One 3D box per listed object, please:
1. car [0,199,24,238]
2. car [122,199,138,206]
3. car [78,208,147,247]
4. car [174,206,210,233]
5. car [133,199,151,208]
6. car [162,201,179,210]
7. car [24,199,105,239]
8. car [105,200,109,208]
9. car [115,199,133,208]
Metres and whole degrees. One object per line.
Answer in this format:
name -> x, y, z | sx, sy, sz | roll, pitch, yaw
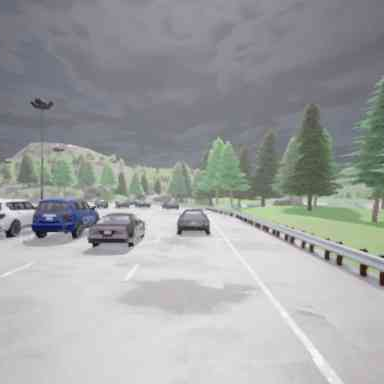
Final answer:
car -> -10.407, 1.404, 19.131 | 2.150, 2.045, 5.566 | 0, 0, 0
car -> -12.595, 2.070, 67.376 | 1.994, 1.385, 4.181 | 0, -1, -30
car -> -3.406, 1.698, 15.904 | 2.033, 1.411, 5.357 | 0, -1, 0
car -> 0.091, 1.764, 21.035 | 1.994, 1.385, 4.181 | 0, 0, 0
car -> -8.652, 2.147, 58.019 | 1.895, 1.301, 4.718 | 0, -1, -22
car -> -3.453, 2.065, 53.199 | 1.994, 1.385, 4.181 | 0, -1, -18
car -> -6.907, 1.401, 18.785 | 2.150, 2.045, 5.566 | 0, 0, 0
car -> -14.929, 2.008, 54.837 | 2.128, 1.511, 4.902 | 0, -1, -22
car -> -11.751, 2.056, 56.336 | 1.812, 1.442, 4.674 | 0, -1, -22
